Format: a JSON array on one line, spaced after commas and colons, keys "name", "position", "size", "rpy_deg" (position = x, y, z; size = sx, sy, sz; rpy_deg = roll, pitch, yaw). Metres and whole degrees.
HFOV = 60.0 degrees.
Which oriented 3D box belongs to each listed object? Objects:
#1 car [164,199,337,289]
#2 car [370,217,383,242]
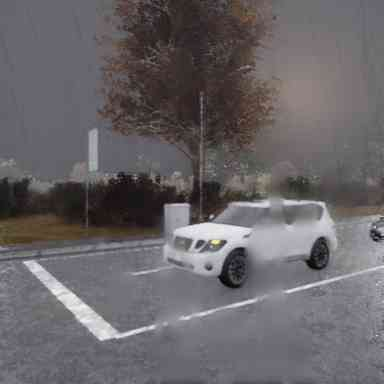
[{"name": "car", "position": [1.927, 1.253, 9.672], "size": [5.566, 2.045, 2.150], "rpy_deg": [0, 0, -35]}, {"name": "car", "position": [10.221, 1.560, 15.558], "size": [4.902, 1.511, 2.128], "rpy_deg": [0, 0, -35]}]
